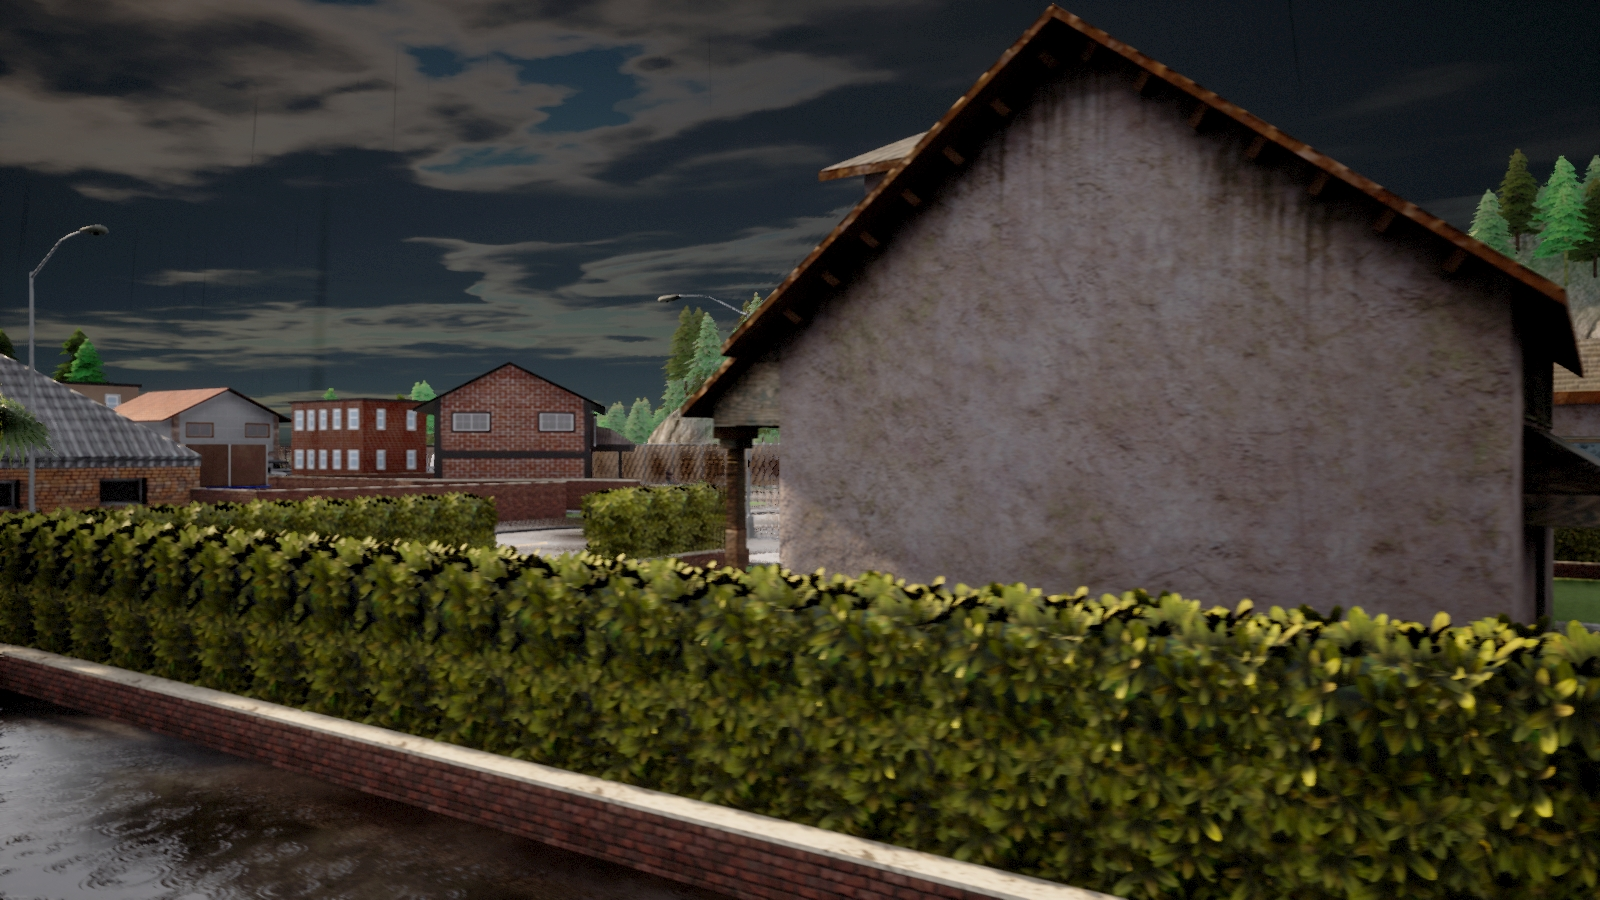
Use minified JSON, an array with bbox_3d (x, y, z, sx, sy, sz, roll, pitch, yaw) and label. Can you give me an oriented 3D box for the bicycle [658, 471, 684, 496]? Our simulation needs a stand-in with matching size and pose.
[{"bbox_3d":[-7.933,2.052,70.438,1.835,1.471,0.329,0,0,35],"label":"bicycle"}]
